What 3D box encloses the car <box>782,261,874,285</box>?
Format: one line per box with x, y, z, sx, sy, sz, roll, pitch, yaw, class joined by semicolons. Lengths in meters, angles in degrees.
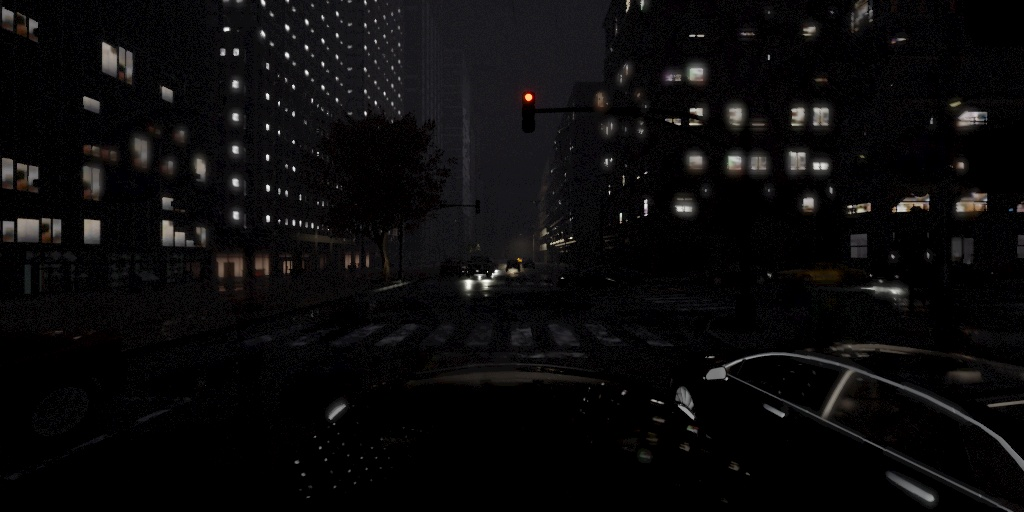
18.842;0.993;22.033;4.829;1.417;1.751;0;0;-1;car

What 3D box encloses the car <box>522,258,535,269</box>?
2.719;1.350;57.049;1.948;1.339;4.313;0;0;0;car

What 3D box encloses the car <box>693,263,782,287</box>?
13.445;1.095;21.981;4.403;1.370;2.007;0;0;-1;car

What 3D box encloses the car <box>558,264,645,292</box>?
5.083;1.211;20.677;4.902;1.511;2.128;-2;0;19;car

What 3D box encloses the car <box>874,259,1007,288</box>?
22.698;0.965;19.478;5.357;1.411;2.033;-1;0;0;car

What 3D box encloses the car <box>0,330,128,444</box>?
-5.691;1.295;2.575;1.888;1.381;4.507;0;0;0;car

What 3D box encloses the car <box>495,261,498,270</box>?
-3.078;1.298;44.469;1.812;1.442;4.674;0;0;0;car

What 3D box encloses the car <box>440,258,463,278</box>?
-5.674;1.079;34.963;2.192;1.841;5.009;0;0;0;car

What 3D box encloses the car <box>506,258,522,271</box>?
0.126;1.280;49.656;1.837;1.490;4.892;0;0;0;car

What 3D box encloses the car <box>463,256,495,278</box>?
-3.083;0.986;34.588;2.150;2.045;5.566;0;0;0;car

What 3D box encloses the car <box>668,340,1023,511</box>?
2.689;1.300;2.571;2.007;1.370;4.403;0;0;0;car

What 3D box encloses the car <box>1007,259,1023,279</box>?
30.147;0.859;22.141;4.507;1.381;1.888;0;0;-1;car
